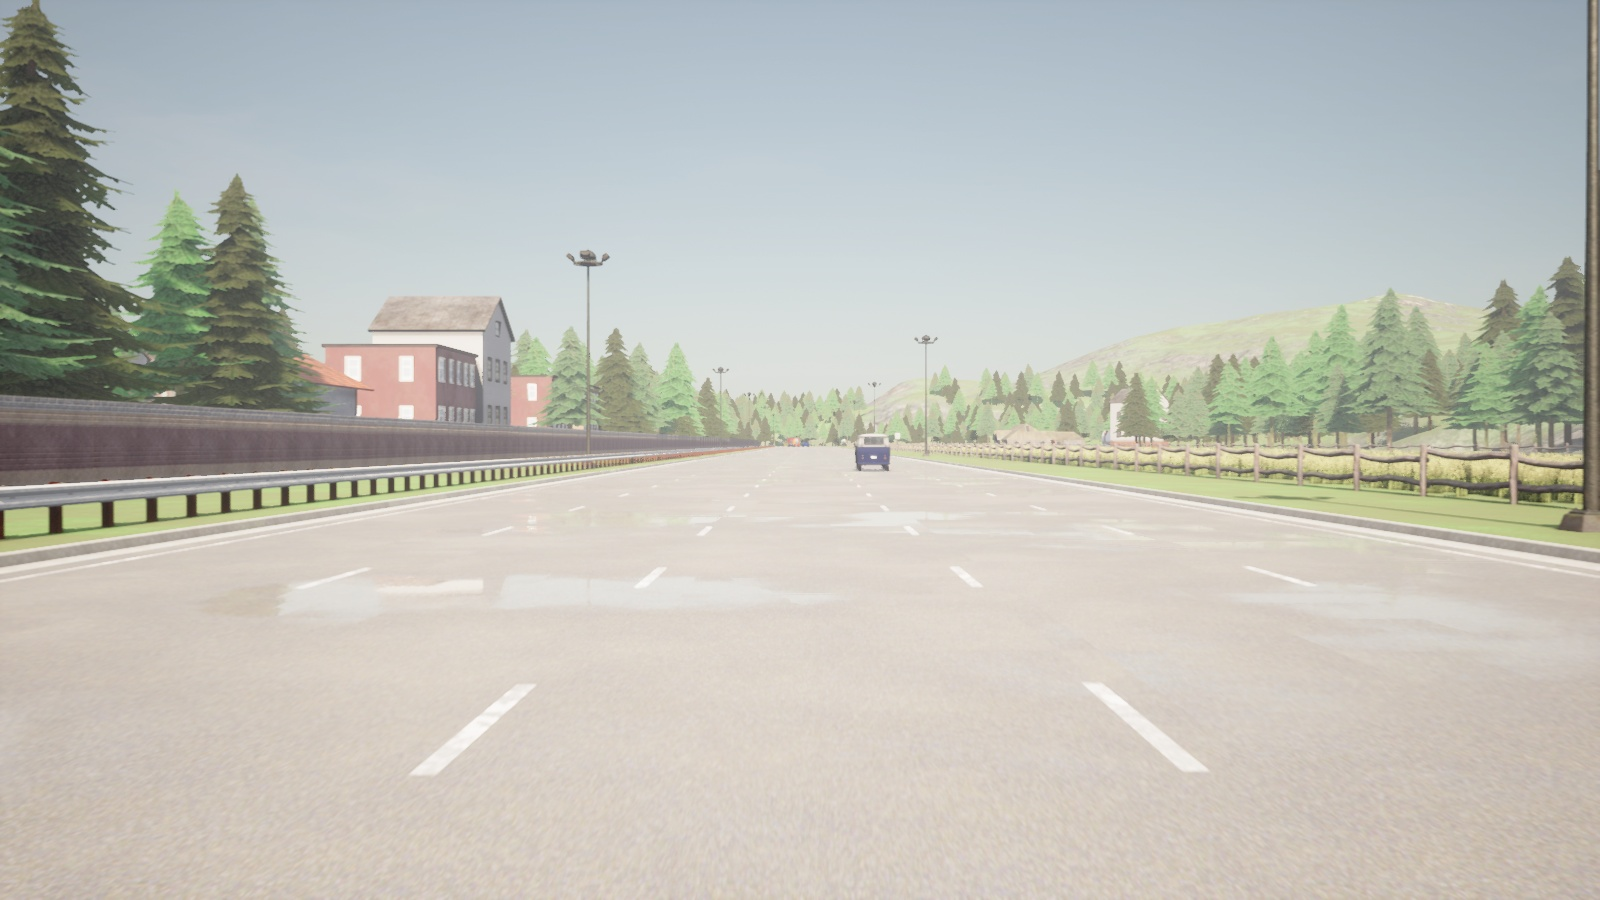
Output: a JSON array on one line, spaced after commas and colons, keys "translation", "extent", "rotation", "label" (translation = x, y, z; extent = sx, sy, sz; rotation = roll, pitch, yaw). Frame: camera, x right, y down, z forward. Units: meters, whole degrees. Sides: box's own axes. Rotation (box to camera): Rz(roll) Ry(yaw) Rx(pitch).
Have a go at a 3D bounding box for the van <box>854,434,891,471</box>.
[{"translation": [3.911, 0.116, 68.596], "extent": [1.775, 1.987, 4.442], "rotation": [0, 0, 0], "label": "van"}]
